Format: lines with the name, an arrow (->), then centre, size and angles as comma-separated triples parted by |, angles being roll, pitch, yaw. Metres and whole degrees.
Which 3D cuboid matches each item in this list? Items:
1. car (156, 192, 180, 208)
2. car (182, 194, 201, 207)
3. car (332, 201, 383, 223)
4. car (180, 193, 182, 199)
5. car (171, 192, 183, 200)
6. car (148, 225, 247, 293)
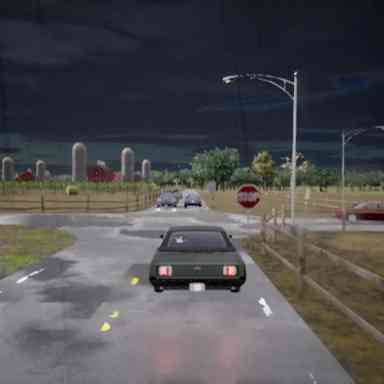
car -> -2.778, 0.828, 37.343 | 2.097, 1.767, 4.553 | 0, 1, -1
car -> 0.108, 1.004, 39.786 | 1.994, 1.385, 4.181 | 0, 1, 0
car -> 12.834, 1.403, 24.132 | 5.008, 1.535, 1.882 | 1, 2, 1
car -> -2.814, 0.920, 47.910 | 1.895, 1.301, 4.718 | 0, 1, 0
car -> -2.759, 0.664, 62.451 | 1.994, 1.385, 4.181 | 0, 1, 1
car -> 0.105, 1.483, 8.501 | 1.895, 1.301, 4.718 | 0, 1, 0
